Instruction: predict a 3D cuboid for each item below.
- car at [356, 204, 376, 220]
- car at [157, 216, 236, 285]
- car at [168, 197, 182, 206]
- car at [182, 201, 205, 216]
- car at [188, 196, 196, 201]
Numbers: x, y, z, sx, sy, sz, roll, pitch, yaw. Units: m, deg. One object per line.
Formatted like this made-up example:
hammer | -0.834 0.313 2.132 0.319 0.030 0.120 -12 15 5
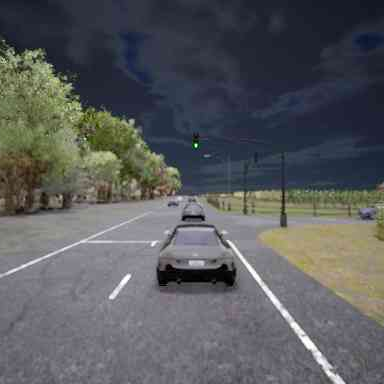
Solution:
car | 18.565 1.813 32.426 4.553 1.767 2.097 1 -1 1
car | 0.107 1.627 9.699 1.994 1.385 4.181 0 0 0
car | -3.354 1.984 61.693 1.895 1.301 4.718 0 0 0
car | 0.122 1.755 29.829 1.994 1.385 4.181 0 0 0
car | 0.067 1.891 87.242 2.097 1.767 4.553 0 0 0
